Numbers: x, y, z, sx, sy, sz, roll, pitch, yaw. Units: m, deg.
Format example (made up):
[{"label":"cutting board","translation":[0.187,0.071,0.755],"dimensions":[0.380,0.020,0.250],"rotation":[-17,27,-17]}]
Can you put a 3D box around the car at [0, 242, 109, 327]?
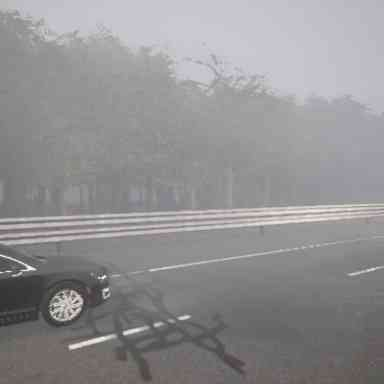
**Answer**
[{"label":"car","translation":[-3.800,1.491,5.377],"dimensions":[4.892,1.490,1.837],"rotation":[0,0,-35]}]
